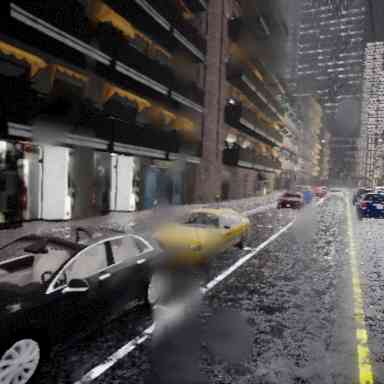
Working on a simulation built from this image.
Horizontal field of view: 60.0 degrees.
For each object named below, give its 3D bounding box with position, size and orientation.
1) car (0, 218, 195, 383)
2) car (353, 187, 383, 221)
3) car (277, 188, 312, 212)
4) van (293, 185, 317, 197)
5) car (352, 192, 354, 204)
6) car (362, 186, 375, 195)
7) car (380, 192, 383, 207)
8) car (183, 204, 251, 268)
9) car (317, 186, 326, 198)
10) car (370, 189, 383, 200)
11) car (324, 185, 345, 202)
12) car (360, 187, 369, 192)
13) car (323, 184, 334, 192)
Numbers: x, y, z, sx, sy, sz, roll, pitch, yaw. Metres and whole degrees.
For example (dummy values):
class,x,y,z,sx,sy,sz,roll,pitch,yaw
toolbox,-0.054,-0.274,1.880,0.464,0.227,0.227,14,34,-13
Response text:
class,x,y,z,sx,sy,sz,roll,pitch,yaw
car,-1.846,1.248,4.783,2.008,1.369,4.403,4,3,25
car,11.220,0.805,20.226,2.097,1.767,4.553,3,3,25
car,7.710,0.641,25.430,1.887,1.381,4.507,4,3,25
van,10.108,0.290,30.581,1.690,1.788,3.998,4,3,25
car,17.235,0.432,33.229,2.097,1.767,4.553,3,3,25
car,36.364,-0.363,68.594,1.967,1.590,4.097,4,3,25
car,19.637,0.781,32.467,1.802,1.307,4.206,4,3,25
car,0.473,1.076,9.790,1.752,1.417,4.829,4,3,25
car,17.265,0.057,46.078,1.887,1.381,4.507,4,3,25
car,26.877,0.287,48.105,1.752,1.417,4.829,4,3,25
car,17.253,0.308,39.964,1.812,1.442,4.674,3,3,25
car,43.524,-0.636,84.088,1.802,1.307,4.206,4,3,25
car,31.603,-0.900,77.046,1.967,1.590,4.097,4,3,25
